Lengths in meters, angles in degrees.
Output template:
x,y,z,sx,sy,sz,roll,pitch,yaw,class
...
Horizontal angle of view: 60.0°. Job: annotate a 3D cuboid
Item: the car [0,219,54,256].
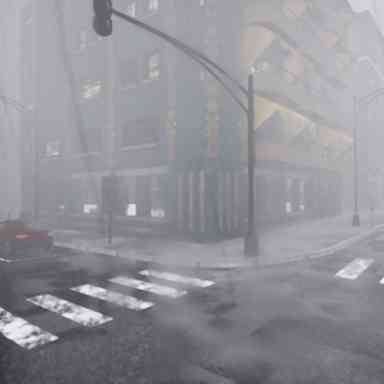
x,y,z,sx,sy,sz,roll,pitch,yaw,class
-7.465,1.826,14.175,4.206,1.307,1.802,-1,0,40,car
